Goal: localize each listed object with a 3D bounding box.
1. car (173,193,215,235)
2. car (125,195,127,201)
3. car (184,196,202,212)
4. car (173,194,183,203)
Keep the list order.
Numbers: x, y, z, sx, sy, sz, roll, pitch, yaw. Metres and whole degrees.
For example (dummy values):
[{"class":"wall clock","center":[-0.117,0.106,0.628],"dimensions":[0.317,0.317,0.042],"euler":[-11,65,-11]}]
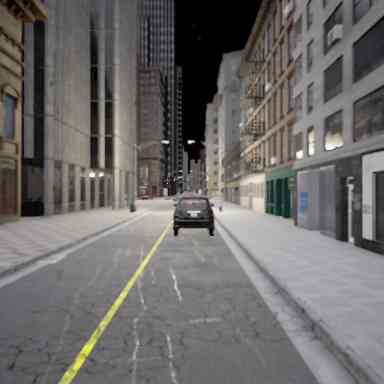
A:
[{"class":"car","center":[0.096,1.229,19.033],"dimensions":[2.150,2.045,5.566],"euler":[0,0,0]},{"class":"car","center":[-19.653,1.614,92.980],"dimensions":[5.009,1.841,2.192],"euler":[-1,0,0]},{"class":"car","center":[0.094,1.377,39.838],"dimensions":[2.097,1.767,4.553],"euler":[0,0,0]},{"class":"car","center":[-3.011,1.397,72.262],"dimensions":[2.097,1.767,4.553],"euler":[0,0,0]}]
